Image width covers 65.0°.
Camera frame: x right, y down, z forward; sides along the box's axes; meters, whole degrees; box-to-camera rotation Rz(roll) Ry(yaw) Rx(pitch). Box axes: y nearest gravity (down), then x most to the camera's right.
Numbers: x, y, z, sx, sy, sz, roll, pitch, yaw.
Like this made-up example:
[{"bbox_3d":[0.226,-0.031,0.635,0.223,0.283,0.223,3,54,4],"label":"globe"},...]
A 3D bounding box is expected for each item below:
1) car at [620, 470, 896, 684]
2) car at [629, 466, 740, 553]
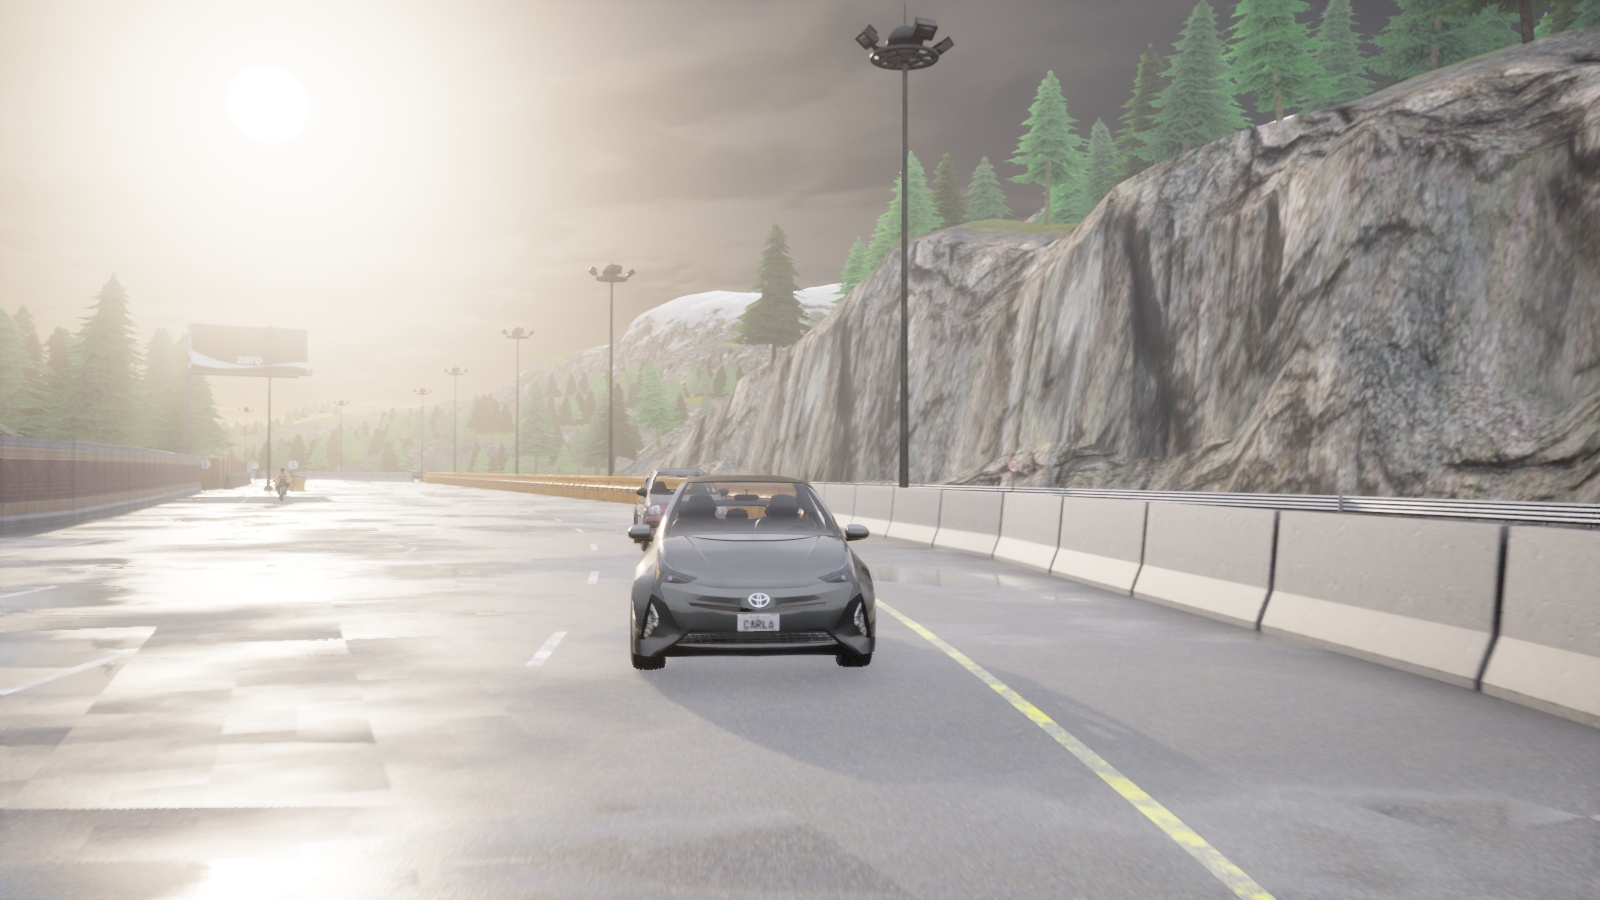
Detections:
[{"bbox_3d":[-0.506,0.954,11.385,2.007,1.525,4.514,0,-1,-5],"label":"car"},{"bbox_3d":[-2.438,1.152,25.570,1.851,1.617,3.988,0,-1,-11],"label":"car"}]
